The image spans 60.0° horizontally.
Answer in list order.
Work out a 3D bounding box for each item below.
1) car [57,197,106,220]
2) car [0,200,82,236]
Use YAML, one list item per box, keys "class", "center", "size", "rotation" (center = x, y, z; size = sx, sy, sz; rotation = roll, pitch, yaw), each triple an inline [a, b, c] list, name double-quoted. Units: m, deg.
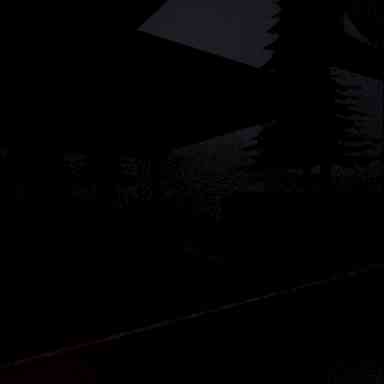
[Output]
- class: "car"
  center: [-8.777, 1.309, 25.756]
  size: [3.866, 1.878, 1.905]
  rotation: [0, 0, -36]
- class: "car"
  center: [-8.978, 1.478, 18.626]
  size: [4.611, 1.667, 2.242]
  rotation: [0, 0, -36]
